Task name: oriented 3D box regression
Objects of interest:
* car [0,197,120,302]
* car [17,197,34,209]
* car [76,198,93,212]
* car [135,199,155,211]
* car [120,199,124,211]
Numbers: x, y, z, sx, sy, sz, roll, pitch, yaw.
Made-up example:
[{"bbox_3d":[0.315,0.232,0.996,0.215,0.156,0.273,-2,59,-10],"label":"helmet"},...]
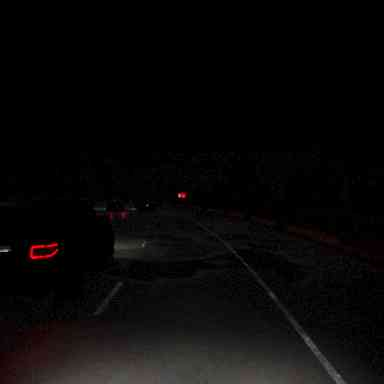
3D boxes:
[{"bbox_3d":[-3.502,1.216,8.367,2.150,2.045,5.566,0,0,-2],"label":"car"},{"bbox_3d":[-23.578,1.519,47.181,2.033,1.411,5.357,0,0,-25],"label":"car"},{"bbox_3d":[-12.761,1.481,39.566,1.837,1.490,4.892,0,0,-18],"label":"car"},{"bbox_3d":[-5.812,1.539,40.756,1.994,1.385,4.181,0,0,-18],"label":"car"},{"bbox_3d":[-9.315,1.501,40.244,1.812,1.442,4.674,0,0,-18],"label":"car"}]
